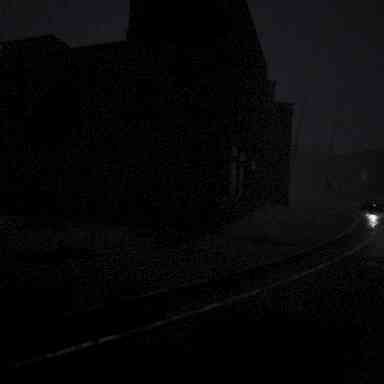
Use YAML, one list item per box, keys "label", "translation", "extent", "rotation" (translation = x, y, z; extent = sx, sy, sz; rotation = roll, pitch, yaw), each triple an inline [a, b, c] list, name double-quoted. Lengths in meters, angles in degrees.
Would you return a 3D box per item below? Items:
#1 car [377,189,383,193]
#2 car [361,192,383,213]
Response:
- label: "car"
  translation: [21.606, 0.709, 36.847]
  extent: [2.150, 2.045, 5.566]
  rotation: [3, 2, 7]
- label: "car"
  translation: [16.575, 1.065, 29.865]
  extent: [1.812, 1.442, 4.674]
  rotation: [2, 2, 14]
